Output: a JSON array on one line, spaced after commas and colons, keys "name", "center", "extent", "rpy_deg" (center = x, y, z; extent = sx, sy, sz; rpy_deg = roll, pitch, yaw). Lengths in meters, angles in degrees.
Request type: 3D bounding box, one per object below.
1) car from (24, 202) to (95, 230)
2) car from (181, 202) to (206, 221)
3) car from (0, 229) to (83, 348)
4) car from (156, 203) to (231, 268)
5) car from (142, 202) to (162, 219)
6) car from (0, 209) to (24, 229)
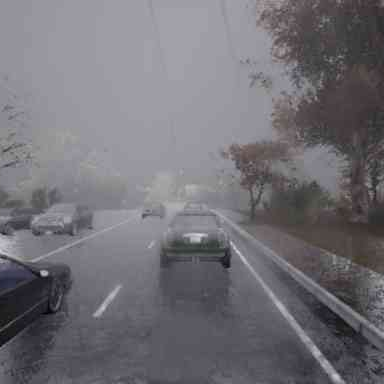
[{"name": "car", "center": [-7.012, 1.412, 18.541], "extent": [2.097, 1.767, 4.553], "rpy_deg": [0, 0, 0]}, {"name": "car", "center": [0.108, 1.645, 29.774], "extent": [2.033, 1.411, 5.357], "rpy_deg": [0, 0, 0]}, {"name": "car", "center": [-3.400, 1.563, 4.528], "extent": [2.033, 1.411, 5.357], "rpy_deg": [0, 0, 0]}, {"name": "car", "center": [0.103, 1.390, 11.639], "extent": [2.097, 1.767, 4.553], "rpy_deg": [0, 0, 0]}, {"name": "car", "center": [-3.393, 1.647, 30.279], "extent": [2.033, 1.411, 5.357], "rpy_deg": [0, 0, 0]}, {"name": "car", "center": [-10.516, 1.626, 18.594], "extent": [1.994, 1.385, 4.181], "rpy_deg": [0, 0, 0]}]
